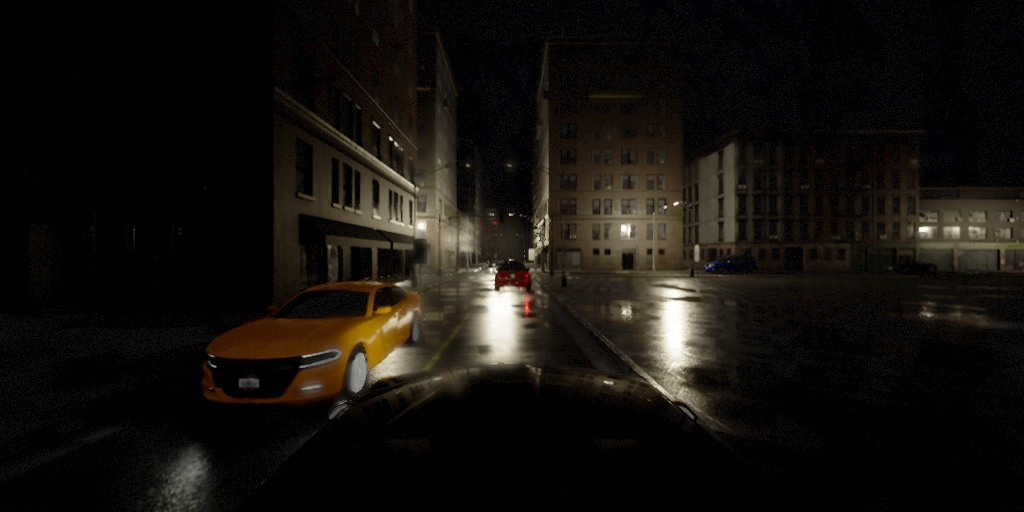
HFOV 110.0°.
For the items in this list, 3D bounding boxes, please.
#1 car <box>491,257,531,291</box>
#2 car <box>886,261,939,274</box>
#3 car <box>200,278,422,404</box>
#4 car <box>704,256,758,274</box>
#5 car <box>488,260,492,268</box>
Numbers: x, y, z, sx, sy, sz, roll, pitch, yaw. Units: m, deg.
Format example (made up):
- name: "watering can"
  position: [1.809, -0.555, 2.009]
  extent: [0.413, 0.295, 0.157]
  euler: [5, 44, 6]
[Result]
- name: "car"
  position: [0.059, 1.147, 22.152]
  extent: [2.097, 1.767, 4.553]
  euler: [0, 0, 0]
- name: "car"
  position: [46.540, 1.340, 41.763]
  extent: [4.902, 1.511, 2.128]
  euler: [0, 0, 0]
- name: "car"
  position: [-3.109, 1.239, 6.734]
  extent: [1.882, 1.535, 5.008]
  euler: [0, 0, 0]
- name: "car"
  position: [25.395, 1.064, 41.699]
  extent: [5.566, 2.045, 2.150]
  euler: [0, 0, 0]
- name: "car"
  position: [-3.093, 1.374, 63.185]
  extent: [2.128, 1.511, 4.902]
  euler: [0, 0, 1]
